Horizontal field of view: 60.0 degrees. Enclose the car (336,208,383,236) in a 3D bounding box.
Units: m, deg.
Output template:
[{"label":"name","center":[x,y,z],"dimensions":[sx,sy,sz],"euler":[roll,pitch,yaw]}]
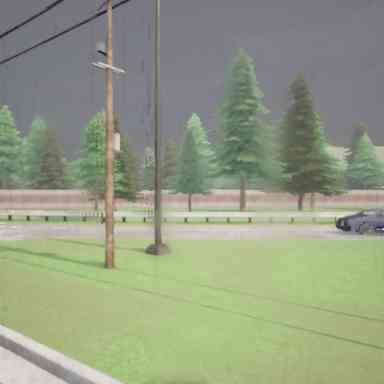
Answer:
[{"label":"car","center":[10.076,1.567,18.017],"dimensions":[4.181,1.385,1.994],"euler":[0,0,-4]}]
